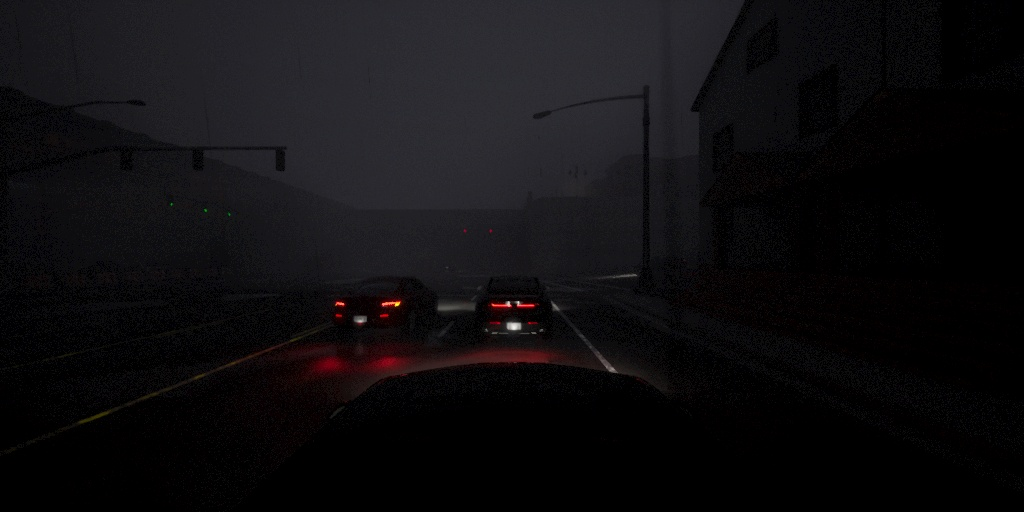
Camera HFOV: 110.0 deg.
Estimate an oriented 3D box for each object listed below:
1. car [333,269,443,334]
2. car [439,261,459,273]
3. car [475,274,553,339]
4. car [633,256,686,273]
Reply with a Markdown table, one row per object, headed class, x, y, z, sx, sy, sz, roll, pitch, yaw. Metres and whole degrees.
| class | x | y | z | sx | sy | sz | roll | pitch | yaw |
| --- | --- | --- | --- | --- | --- | --- | --- | --- | --- |
| car | -3.453 | 1.274 | 10.483 | 1.812 | 1.442 | 4.674 | 0 | 0 | 0 |
| car | -7.671 | 1.304 | 43.978 | 1.994 | 1.385 | 4.181 | 0 | 0 | -2 |
| car | 0.043 | 1.253 | 10.068 | 1.837 | 1.490 | 4.892 | 0 | 0 | 0 |
| car | 12.480 | 0.688 | 30.451 | 4.181 | 1.385 | 1.994 | -7 | 0 | -1 |
